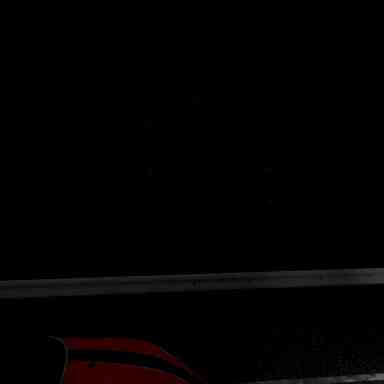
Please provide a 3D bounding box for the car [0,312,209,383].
[{"bbox_3d":[-1.880,1.352,1.634,4.553,1.767,2.097,0,0,-6],"label":"car"}]
